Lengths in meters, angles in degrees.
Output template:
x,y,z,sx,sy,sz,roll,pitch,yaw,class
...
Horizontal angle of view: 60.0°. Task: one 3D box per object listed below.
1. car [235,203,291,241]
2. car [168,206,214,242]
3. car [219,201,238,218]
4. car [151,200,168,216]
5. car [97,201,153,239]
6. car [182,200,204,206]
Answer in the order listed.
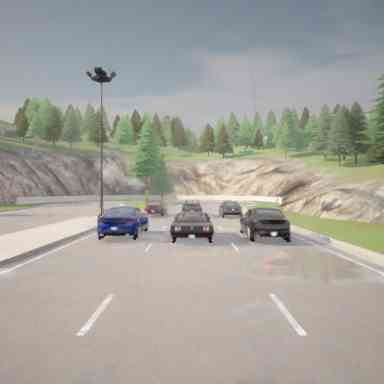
x,y,z,sx,sy,sz,roll,pitch,yaw,class
3.522,1.507,16.620,1.837,1.490,4.892,0,1,1,car
0.018,1.601,16.372,1.895,1.301,4.718,0,0,0,car
3.519,1.548,30.660,2.033,1.411,5.357,0,0,1,car
-3.442,1.525,32.012,1.812,1.442,4.674,0,0,1,car
-3.470,1.477,17.367,1.882,1.535,5.008,0,0,1,car
0.048,1.493,31.629,2.128,1.511,4.902,0,0,1,car
